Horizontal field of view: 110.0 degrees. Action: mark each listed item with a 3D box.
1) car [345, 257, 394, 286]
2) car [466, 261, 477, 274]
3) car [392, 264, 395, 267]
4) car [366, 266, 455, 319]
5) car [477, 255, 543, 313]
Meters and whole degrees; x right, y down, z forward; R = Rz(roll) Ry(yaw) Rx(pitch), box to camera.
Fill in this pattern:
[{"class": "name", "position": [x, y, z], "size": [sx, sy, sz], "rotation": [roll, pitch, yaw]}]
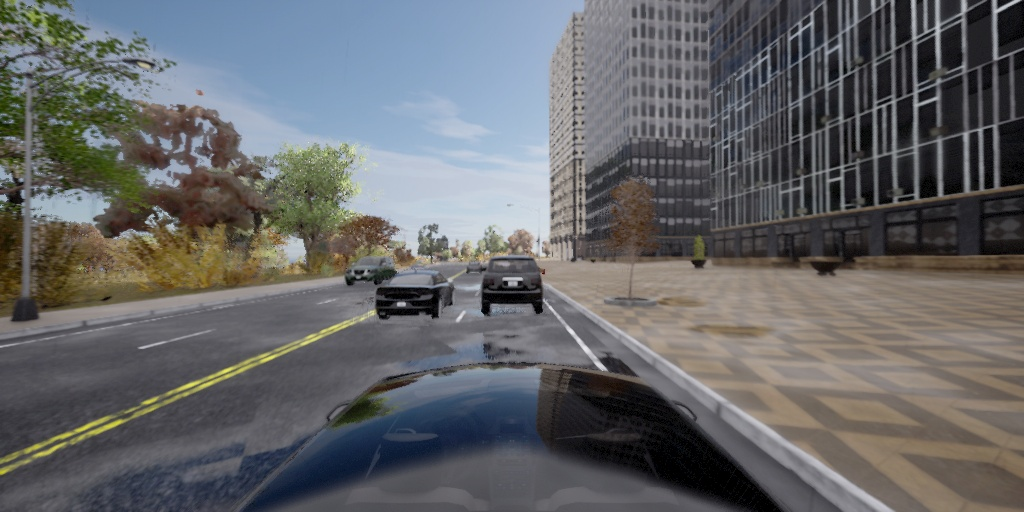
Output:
[{"class": "car", "position": [-10.253, 1.062, 26.447], "size": [2.150, 2.045, 5.566], "rotation": [0, 0, -2]}, {"class": "car", "position": [-4.680, 1.395, 45.012], "size": [2.128, 1.511, 4.902], "rotation": [0, 0, -4]}, {"class": "car", "position": [-7.001, 1.398, 26.399], "size": [1.994, 1.385, 4.181], "rotation": [0, 0, -2]}, {"class": "car", "position": [-3.269, 1.260, 12.928], "size": [1.882, 1.535, 5.008], "rotation": [0, 0, -1]}, {"class": "car", "position": [-0.035, 1.003, 14.303], "size": [2.150, 2.045, 5.566], "rotation": [0, 0, -1]}]
